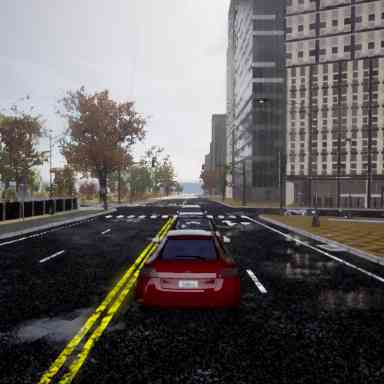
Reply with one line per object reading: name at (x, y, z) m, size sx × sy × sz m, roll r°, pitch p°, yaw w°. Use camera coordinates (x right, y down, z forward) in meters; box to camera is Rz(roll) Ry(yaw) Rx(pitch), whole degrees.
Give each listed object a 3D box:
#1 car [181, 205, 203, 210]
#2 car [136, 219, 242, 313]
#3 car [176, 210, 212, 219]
car at (-0.008, 1.548, 21.252) m, size 2.033 × 1.411 × 5.357 m, roll 0°, pitch 0°, yaw 0°
car at (-0.023, 1.562, 7.763) m, size 1.994 × 1.385 × 4.181 m, roll 0°, pitch 0°, yaw 1°
car at (0.074, 1.600, 13.012) m, size 1.895 × 1.301 × 4.718 m, roll 0°, pitch 0°, yaw 0°
